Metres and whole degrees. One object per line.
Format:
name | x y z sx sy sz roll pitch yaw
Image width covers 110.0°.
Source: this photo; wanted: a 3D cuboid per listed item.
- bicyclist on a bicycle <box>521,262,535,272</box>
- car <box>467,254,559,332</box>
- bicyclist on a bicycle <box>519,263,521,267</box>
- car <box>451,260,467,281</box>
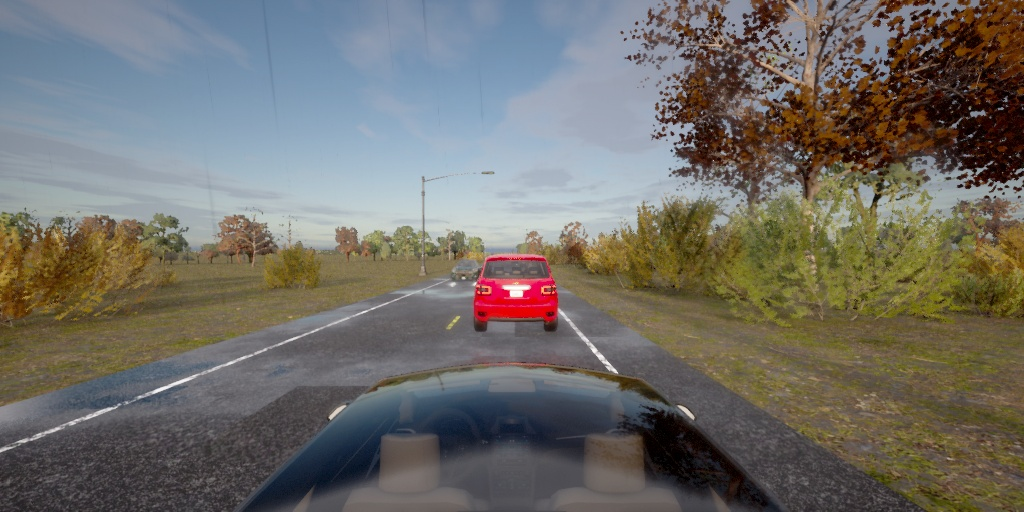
bicyclist on a bicycle | 0.942 1.114 18.714 0.659 1.776 1.843 0 0 0
car | 0.091 0.968 11.008 2.150 2.045 5.566 0 0 0
bicyclist on a bicycle | 0.902 1.110 28.727 0.659 1.776 1.843 0 0 0
car | -3.669 1.092 29.399 2.097 1.767 4.553 0 0 0
